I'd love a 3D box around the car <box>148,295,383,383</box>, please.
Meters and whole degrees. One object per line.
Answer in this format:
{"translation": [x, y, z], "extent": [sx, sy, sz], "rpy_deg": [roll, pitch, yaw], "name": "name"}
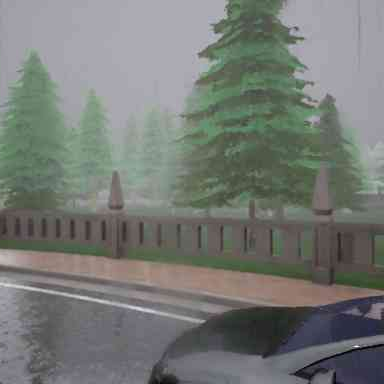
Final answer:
{"translation": [1.635, 1.562, 2.529], "extent": [4.181, 1.385, 1.994], "rpy_deg": [0, 0, 35], "name": "car"}
